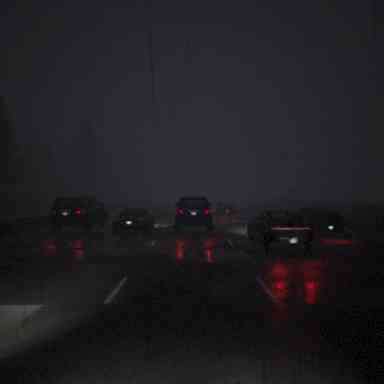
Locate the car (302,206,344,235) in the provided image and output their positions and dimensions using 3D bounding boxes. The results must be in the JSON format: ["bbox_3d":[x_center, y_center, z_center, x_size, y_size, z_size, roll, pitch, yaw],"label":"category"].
[{"bbox_3d":[7.100,1.561,19.413,1.837,1.490,4.892,0,0,0],"label":"car"}]

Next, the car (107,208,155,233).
[{"bbox_3d":[-3.399,1.622,19.897,1.994,1.385,4.181,0,0,0],"label":"car"}]

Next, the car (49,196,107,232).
[{"bbox_3d":[-6.899,1.282,20.756,2.150,2.045,5.566,0,0,0],"label":"car"}]

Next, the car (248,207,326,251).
[{"bbox_3d":[3.601,1.533,14.231,2.128,1.511,4.902,0,0,0],"label":"car"}]

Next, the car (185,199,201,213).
[{"bbox_3d":[0.088,1.638,38.798,1.812,1.442,4.674,0,0,0],"label":"car"}]

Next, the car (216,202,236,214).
[{"bbox_3d":[3.602,1.706,36.211,1.895,1.301,4.718,0,0,0],"label":"car"}]

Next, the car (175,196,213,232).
[{"bbox_3d":[0.101,1.281,20.808,2.150,2.045,5.566,0,0,0],"label":"car"}]
